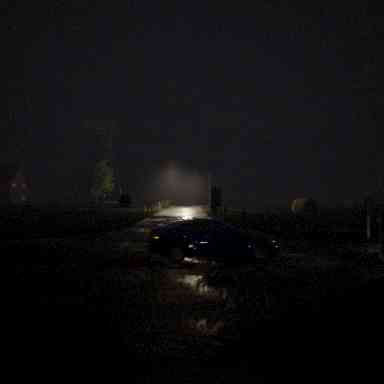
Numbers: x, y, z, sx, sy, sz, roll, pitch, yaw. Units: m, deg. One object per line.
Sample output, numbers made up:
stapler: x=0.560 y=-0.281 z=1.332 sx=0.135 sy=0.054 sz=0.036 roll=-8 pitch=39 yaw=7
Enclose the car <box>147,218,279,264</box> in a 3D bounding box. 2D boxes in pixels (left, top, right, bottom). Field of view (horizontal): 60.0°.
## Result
car: x=0.749 y=1.691 z=12.004 sx=4.674 sy=1.442 sz=1.812 roll=1 pitch=-1 yaw=-1
